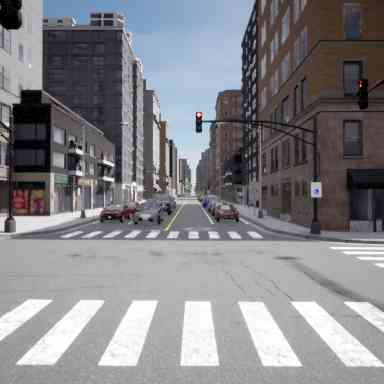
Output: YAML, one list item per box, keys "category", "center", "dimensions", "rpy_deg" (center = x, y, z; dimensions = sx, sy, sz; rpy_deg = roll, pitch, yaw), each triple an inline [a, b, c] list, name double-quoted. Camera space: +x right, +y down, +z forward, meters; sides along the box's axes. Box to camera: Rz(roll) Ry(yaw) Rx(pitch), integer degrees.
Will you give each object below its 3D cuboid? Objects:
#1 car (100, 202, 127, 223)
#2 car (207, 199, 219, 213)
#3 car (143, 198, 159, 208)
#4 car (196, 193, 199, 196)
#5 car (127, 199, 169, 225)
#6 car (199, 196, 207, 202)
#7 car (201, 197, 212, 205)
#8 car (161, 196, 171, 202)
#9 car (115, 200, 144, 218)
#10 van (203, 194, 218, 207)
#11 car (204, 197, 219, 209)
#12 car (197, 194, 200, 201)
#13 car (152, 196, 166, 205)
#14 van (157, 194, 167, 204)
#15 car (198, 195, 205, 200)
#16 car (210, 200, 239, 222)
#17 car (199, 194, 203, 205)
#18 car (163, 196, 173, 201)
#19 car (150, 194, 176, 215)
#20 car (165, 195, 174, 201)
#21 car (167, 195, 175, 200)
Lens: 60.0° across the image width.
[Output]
- category: "car"
  center: [-5.876, 1.551, 25.940]
  dimensions: [1.887, 1.381, 4.507]
  rpy_deg: [1, 0, 0]
- category: "car"
  center: [2.644, 1.589, 31.613]
  dimensions: [1.802, 1.307, 4.206]
  rpy_deg: [1, 0, 0]
- category: "car"
  center: [-5.899, 1.596, 48.632]
  dimensions: [1.802, 1.307, 4.206]
  rpy_deg: [1, 0, 0]
- category: "car"
  center: [2.594, 1.349, 82.674]
  dimensions: [2.192, 1.841, 5.009]
  rpy_deg: [1, 0, 0]
- category: "car"
  center: [-3.104, 1.497, 24.346]
  dimensions: [2.128, 1.511, 4.902]
  rpy_deg: [0, 0, -1]
- category: "car"
  center: [2.597, 1.556, 77.170]
  dimensions: [1.752, 1.417, 4.829]
  rpy_deg: [1, 0, 0]
- category: "car"
  center: [2.615, 1.602, 59.980]
  dimensions: [1.802, 1.307, 4.206]
  rpy_deg: [1, 0, 0]
- category: "car"
  center: [-5.928, 1.582, 76.996]
  dimensions: [2.008, 1.369, 4.403]
  rpy_deg: [1, 0, 0]
- category: "car"
  center: [-5.882, 1.552, 31.613]
  dimensions: [1.887, 1.381, 4.507]
  rpy_deg: [1, 0, 0]
- category: "van"
  center: [2.635, 1.353, 42.960]
  dimensions: [1.690, 1.788, 3.998]
  rpy_deg: [1, 0, 0]
- category: "car"
  center: [2.638, 1.591, 37.287]
  dimensions: [1.802, 1.307, 4.206]
  rpy_deg: [1, 0, 0]
- category: "car"
  center: [2.603, 1.593, 71.327]
  dimensions: [1.947, 1.339, 4.313]
  rpy_deg: [1, 0, 0]
- category: "car"
  center: [-5.909, 1.461, 59.977]
  dimensions: [1.967, 1.590, 4.097]
  rpy_deg: [1, 0, 0]
- category: "van"
  center: [-5.915, 1.365, 65.650]
  dimensions: [1.690, 1.788, 3.998]
  rpy_deg: [1, 0, 0]
- category: "car"
  center: [2.581, 1.565, 94.190]
  dimensions: [1.752, 1.417, 4.829]
  rpy_deg: [1, 0, 0]
- category: "car"
  center: [2.650, 1.588, 25.940]
  dimensions: [1.802, 1.307, 4.206]
  rpy_deg: [1, 0, 0]
- category: "car"
  center: [2.629, 1.329, 48.633]
  dimensions: [2.192, 1.841, 5.009]
  rpy_deg: [1, 0, 0]
- category: "car"
  center: [-5.934, 1.600, 82.669]
  dimensions: [1.947, 1.339, 4.313]
  rpy_deg: [1, 0, 0]
- category: "car"
  center: [-3.137, 1.230, 34.266]
  dimensions: [2.150, 2.045, 5.566]
  rpy_deg: [0, 0, 0]
- category: "car"
  center: [-5.940, 1.603, 88.342]
  dimensions: [1.947, 1.339, 4.313]
  rpy_deg: [1, 0, 0]
- category: "car"
  center: [-5.945, 1.584, 94.015]
  dimensions: [1.887, 1.381, 4.507]
  rpy_deg: [1, 0, 0]
